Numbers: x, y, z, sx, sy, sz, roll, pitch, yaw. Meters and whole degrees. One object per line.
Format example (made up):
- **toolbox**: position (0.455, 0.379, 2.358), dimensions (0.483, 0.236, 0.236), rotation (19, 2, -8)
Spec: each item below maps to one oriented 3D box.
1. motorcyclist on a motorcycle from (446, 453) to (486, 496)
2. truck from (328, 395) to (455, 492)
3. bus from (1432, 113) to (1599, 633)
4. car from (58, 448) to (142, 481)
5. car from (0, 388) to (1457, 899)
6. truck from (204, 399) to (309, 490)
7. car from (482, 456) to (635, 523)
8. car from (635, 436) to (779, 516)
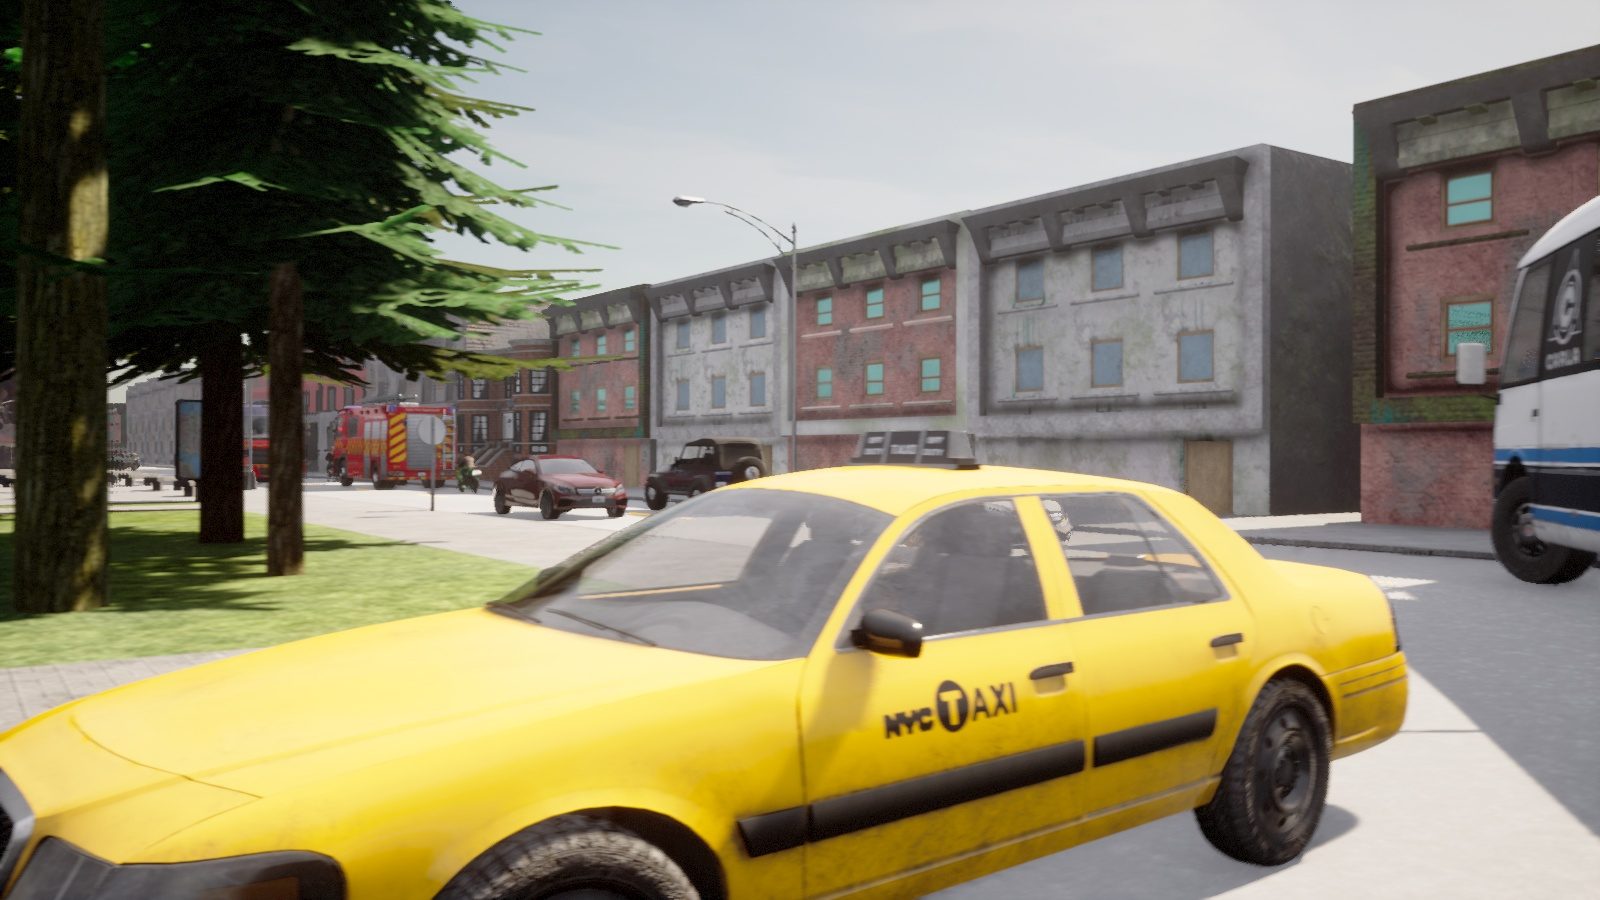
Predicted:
- **motorcyclist on a motorcycle**: position (-12.230, 0.870, 45.928), dimensions (0.797, 1.523, 2.044), rotation (0, 0, -34)
- **truck**: position (-17.632, -0.245, 53.792), dimensions (2.891, 3.827, 8.468), rotation (0, 0, -34)
- **bus**: position (8.875, -0.618, 11.215), dimensions (3.944, 4.253, 10.273), rotation (1, 0, 16)
- **car**: position (-39.987, 0.810, 71.737), dimensions (3.866, 1.878, 1.905), rotation (0, 0, -41)
- **car**: position (0.193, 0.695, 4.362), dimensions (5.366, 1.575, 1.801), rotation (0, 0, -40)
- **truck**: position (-24.976, -0.220, 57.413), dimensions (2.891, 3.827, 8.468), rotation (0, 0, -34)
- **car**: position (-5.750, 0.858, 29.424), dimensions (1.812, 1.442, 4.674), rotation (0, 0, -34)
- **car**: position (-2.399, 0.626, 31.609), dimensions (1.905, 1.878, 3.866), rotation (0, 0, -34)
